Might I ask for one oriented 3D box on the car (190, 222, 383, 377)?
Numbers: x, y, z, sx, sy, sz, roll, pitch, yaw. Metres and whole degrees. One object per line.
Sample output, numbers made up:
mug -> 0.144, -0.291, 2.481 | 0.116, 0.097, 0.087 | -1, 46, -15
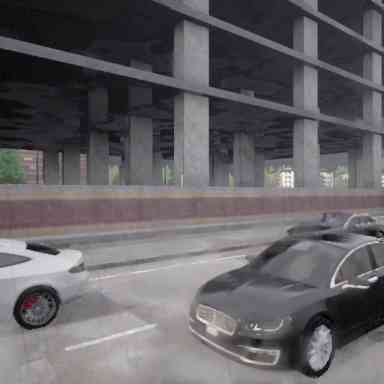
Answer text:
car -> 2.205, 1.505, 5.650 | 4.892, 1.490, 1.837 | 0, 0, -37

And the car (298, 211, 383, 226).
car -> 5.459, 1.491, 12.427 | 4.902, 1.511, 2.128 | 0, 0, -37

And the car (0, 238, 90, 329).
car -> -4.078, 1.526, 5.429 | 4.674, 1.442, 1.812 | 0, 0, -35
